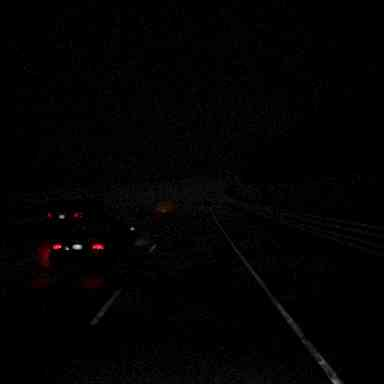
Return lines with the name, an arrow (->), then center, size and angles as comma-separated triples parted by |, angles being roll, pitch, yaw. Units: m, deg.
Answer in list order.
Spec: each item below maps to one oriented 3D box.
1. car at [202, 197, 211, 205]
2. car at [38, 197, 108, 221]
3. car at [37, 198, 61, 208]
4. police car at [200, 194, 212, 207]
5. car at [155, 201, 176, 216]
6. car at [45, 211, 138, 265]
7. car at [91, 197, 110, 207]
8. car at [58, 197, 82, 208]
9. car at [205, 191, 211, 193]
car -> 2.921, 1.735, 65.848 | 1.812, 1.442, 4.674 | 0, 0, 3
car -> -6.716, 1.399, 19.959 | 2.150, 2.045, 5.566 | 0, 0, 1
car -> -23.285, 1.764, 54.263 | 1.994, 1.385, 4.181 | 0, 0, 3
police car -> 2.410, 1.675, 56.085 | 1.930, 1.638, 5.238 | 0, 0, 3
car -> -2.818, 1.725, 36.272 | 1.882, 1.535, 5.008 | 0, 0, 2
car -> -3.325, 1.671, 12.216 | 2.033, 1.411, 5.357 | 0, 0, 1
car -> -16.057, 1.714, 58.650 | 1.837, 1.490, 4.892 | 0, 0, 3
car -> -19.783, 1.686, 54.337 | 1.882, 1.535, 5.008 | 0, 0, 3
car -> 3.470, 1.190, 90.059 | 1.812, 1.442, 4.674 | 0, 2, 4
